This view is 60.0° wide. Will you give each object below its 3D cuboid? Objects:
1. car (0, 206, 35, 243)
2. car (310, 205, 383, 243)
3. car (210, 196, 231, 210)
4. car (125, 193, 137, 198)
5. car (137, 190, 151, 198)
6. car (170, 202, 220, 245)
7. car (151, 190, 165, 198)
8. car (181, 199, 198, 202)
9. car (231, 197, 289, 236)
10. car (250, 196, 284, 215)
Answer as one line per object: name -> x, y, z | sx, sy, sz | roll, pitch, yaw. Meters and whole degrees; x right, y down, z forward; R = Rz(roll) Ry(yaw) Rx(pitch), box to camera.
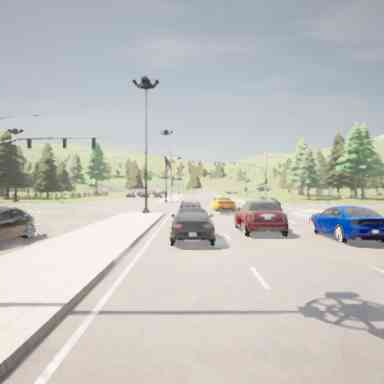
car -> -8.154, 1.390, 13.494 | 1.837, 1.490, 4.892 | 0, 0, 0
car -> 7.016, 1.345, 15.210 | 1.882, 1.535, 5.008 | 0, 1, 0
car -> 3.013, 1.183, 34.274 | 1.882, 1.535, 5.008 | 0, 0, -7
car -> -15.522, 0.836, 83.921 | 1.994, 1.385, 4.181 | 0, 0, 0
car -> -12.022, 0.836, 83.901 | 1.994, 1.385, 4.181 | 0, 0, 0
car -> 0.015, 1.399, 14.681 | 1.812, 1.442, 4.674 | 0, 1, 0
car -> -8.520, 0.785, 83.680 | 1.837, 1.490, 4.892 | 0, 0, 0
car -> -0.243, 1.333, 31.211 | 1.895, 1.301, 4.718 | 0, 1, -4
car -> 3.501, 1.201, 17.492 | 2.097, 1.767, 4.553 | 0, 1, 0
car -> 6.914, 1.224, 31.289 | 2.128, 1.511, 4.902 | 0, 1, 0
